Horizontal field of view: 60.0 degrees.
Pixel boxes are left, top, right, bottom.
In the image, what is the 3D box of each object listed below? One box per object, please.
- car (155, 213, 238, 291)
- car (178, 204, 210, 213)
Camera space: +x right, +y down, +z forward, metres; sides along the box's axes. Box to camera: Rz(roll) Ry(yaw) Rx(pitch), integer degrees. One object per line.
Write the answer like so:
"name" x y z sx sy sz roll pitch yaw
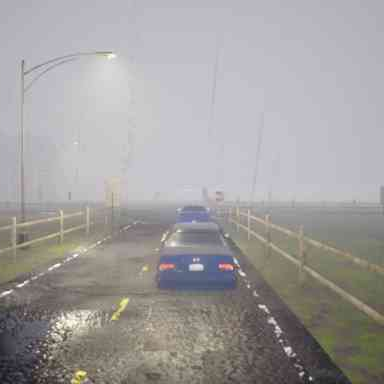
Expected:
"car" 0.103 1.545 9.135 2.033 1.411 5.357 0 0 0
"car" 0.112 1.473 21.022 1.882 1.535 5.008 0 0 0
